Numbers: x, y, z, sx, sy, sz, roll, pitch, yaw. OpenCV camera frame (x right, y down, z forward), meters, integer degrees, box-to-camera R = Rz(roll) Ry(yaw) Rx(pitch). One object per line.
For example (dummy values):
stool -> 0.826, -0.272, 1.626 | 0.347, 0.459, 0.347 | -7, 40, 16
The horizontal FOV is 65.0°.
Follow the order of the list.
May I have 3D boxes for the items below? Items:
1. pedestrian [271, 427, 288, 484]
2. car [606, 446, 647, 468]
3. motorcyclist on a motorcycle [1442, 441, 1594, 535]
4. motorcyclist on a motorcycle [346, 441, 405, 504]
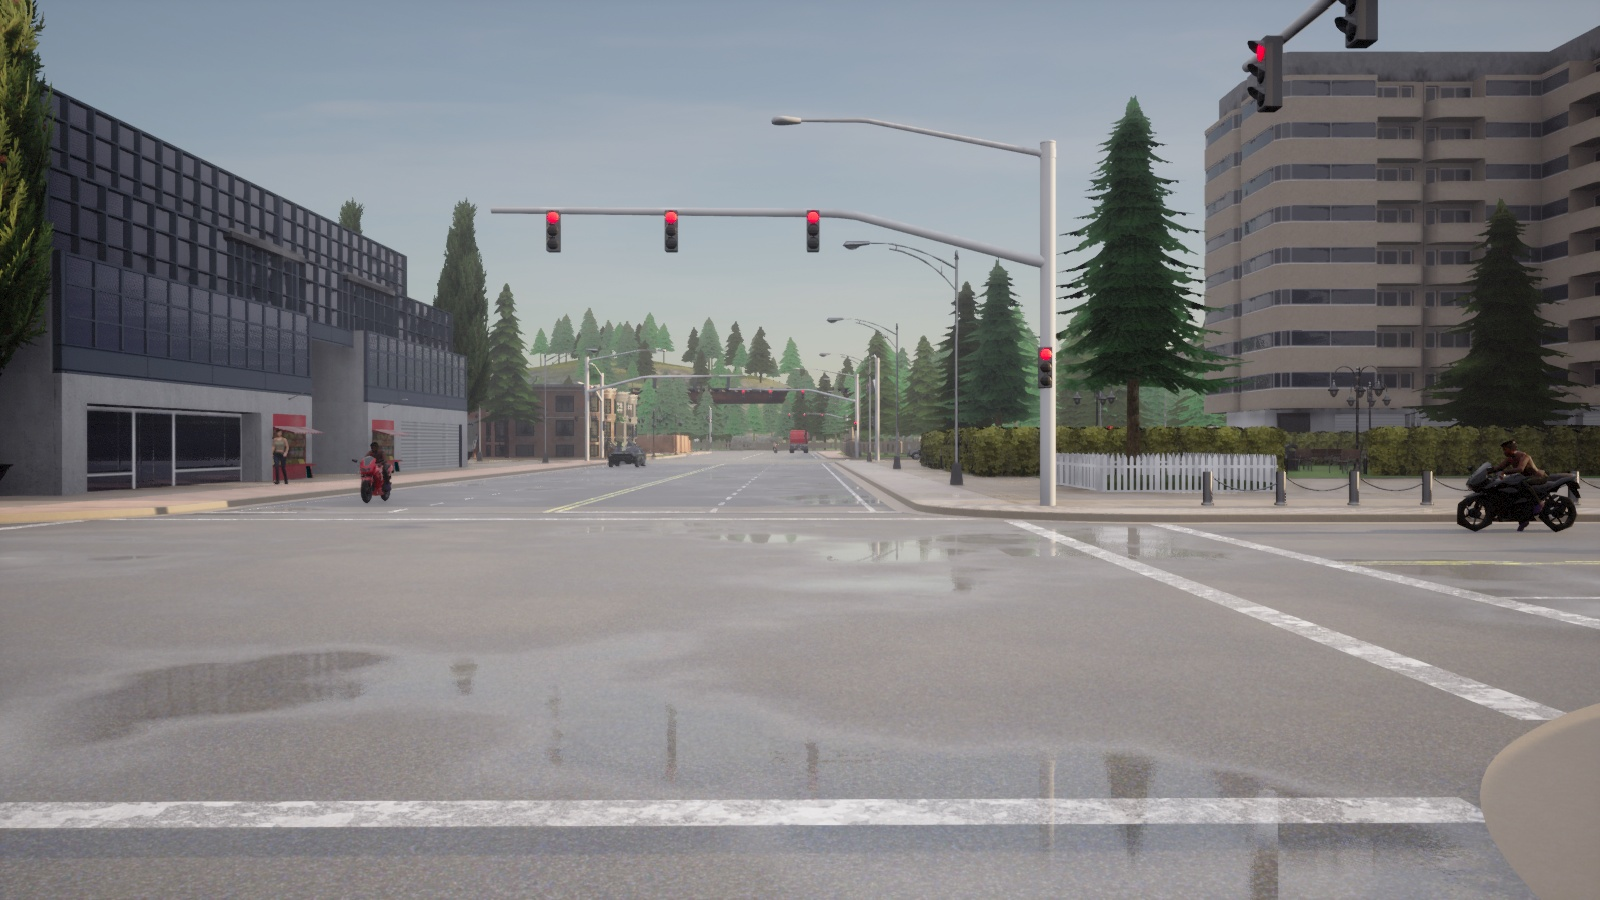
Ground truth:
pedestrian -> -16.879, 0.162, 40.716 | 0.345, 1.836, 0.594 | 0, 0, -5
car -> -10.666, 0.401, 77.444 | 1.895, 1.301, 4.718 | 0, 0, 0
motorcyclist on a motorcycle -> 11.870, 0.621, 20.800 | 2.044, 1.523, 0.797 | 0, 0, 0
motorcyclist on a motorcycle -> -10.665, 0.542, 31.585 | 0.797, 1.523, 2.044 | 0, 0, 0
